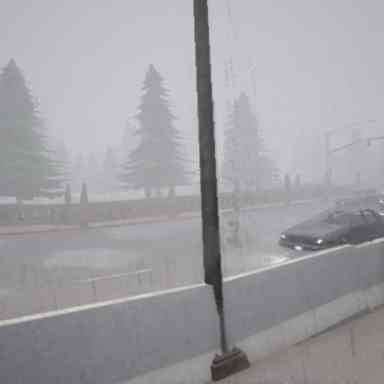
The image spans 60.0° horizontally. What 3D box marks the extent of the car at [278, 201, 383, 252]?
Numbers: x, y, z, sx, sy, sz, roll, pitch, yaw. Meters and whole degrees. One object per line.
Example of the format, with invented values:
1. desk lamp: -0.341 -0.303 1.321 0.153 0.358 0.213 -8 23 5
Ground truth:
1. car: 5.583 1.312 12.269 5.357 1.411 2.033 -3 2 -35

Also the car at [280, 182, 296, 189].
1. car: 17.465 -1.027 59.181 2.097 1.767 4.553 -4 2 -35

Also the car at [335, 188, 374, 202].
1. car: 13.239 0.459 26.258 4.892 1.490 1.837 -4 2 -35

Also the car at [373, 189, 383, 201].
1. car: 14.936 0.503 23.171 4.674 1.442 1.812 -4 2 -35
